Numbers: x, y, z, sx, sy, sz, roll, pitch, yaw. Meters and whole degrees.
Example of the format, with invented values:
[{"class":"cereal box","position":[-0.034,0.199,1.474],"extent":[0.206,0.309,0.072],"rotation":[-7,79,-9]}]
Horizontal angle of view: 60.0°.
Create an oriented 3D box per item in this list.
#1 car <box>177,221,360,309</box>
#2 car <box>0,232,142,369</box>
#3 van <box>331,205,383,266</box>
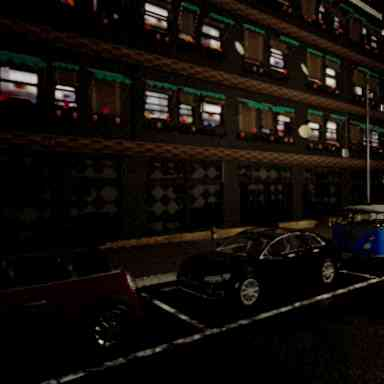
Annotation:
[{"class":"car","position":[1.708,1.540,7.747],"extent":[4.403,1.369,2.008],"rotation":[0,-1,-35]},{"class":"car","position":[-2.854,1.440,4.496],"extent":[4.097,1.590,1.967],"rotation":[0,-1,-35]},{"class":"van","position":[6.268,1.320,11.001],"extent":[3.998,1.788,1.690],"rotation":[0,-1,-35]}]
